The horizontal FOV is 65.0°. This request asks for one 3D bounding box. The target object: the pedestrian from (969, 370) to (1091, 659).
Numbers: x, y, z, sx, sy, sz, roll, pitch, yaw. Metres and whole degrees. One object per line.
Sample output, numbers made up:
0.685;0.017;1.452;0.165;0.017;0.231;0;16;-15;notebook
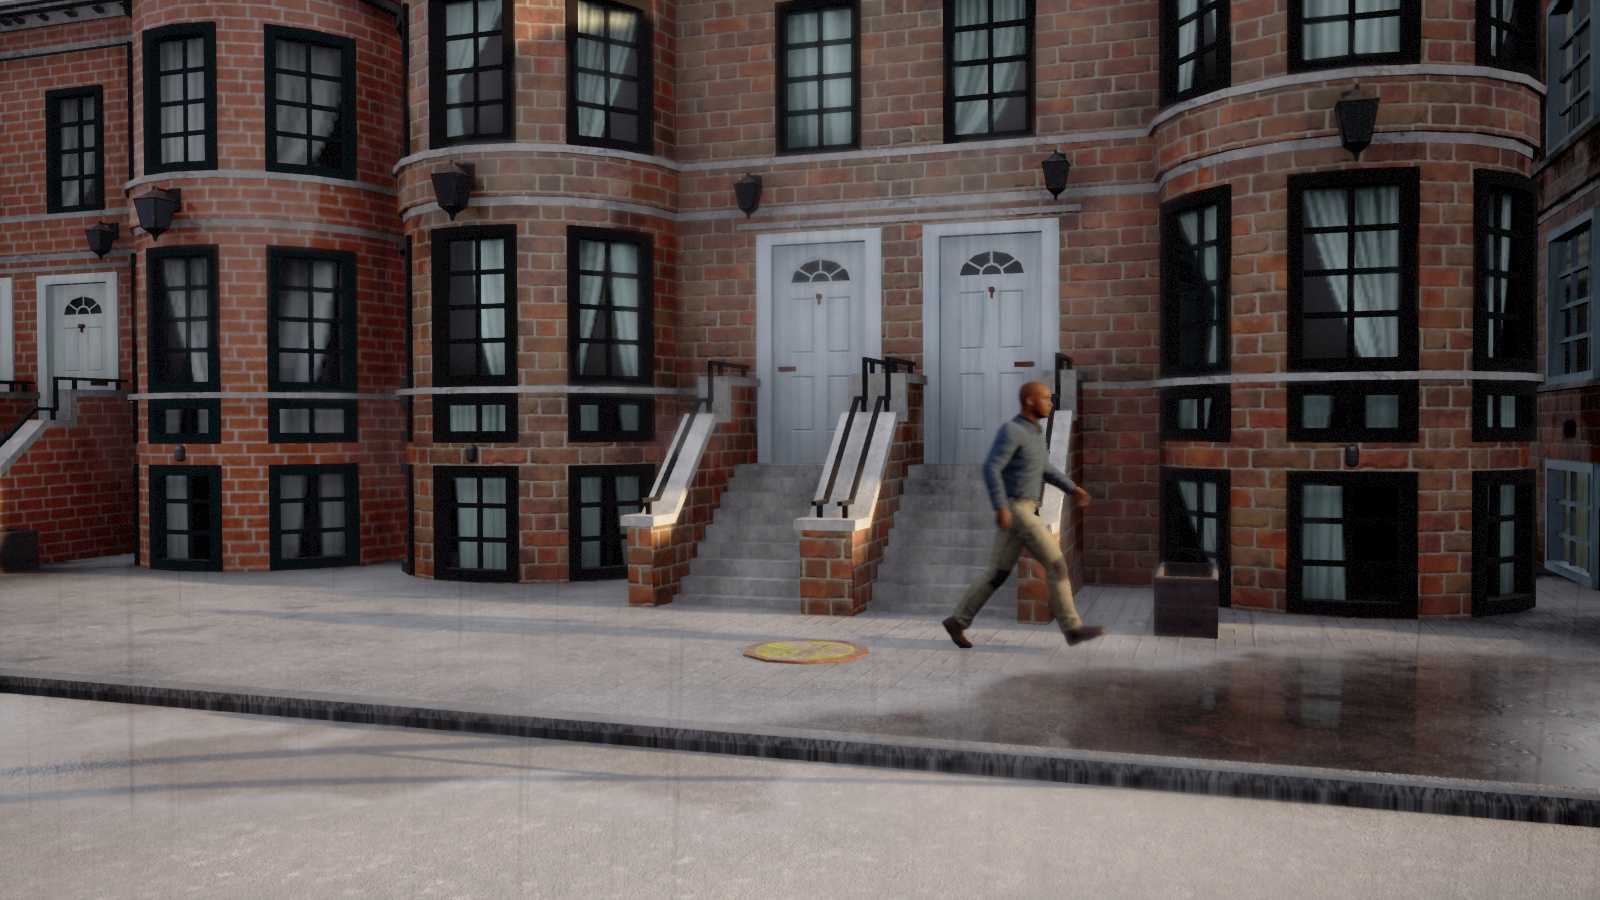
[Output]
1.517;0.403;8.264;0.726;1.835;0.370;1;1;20;pedestrian
